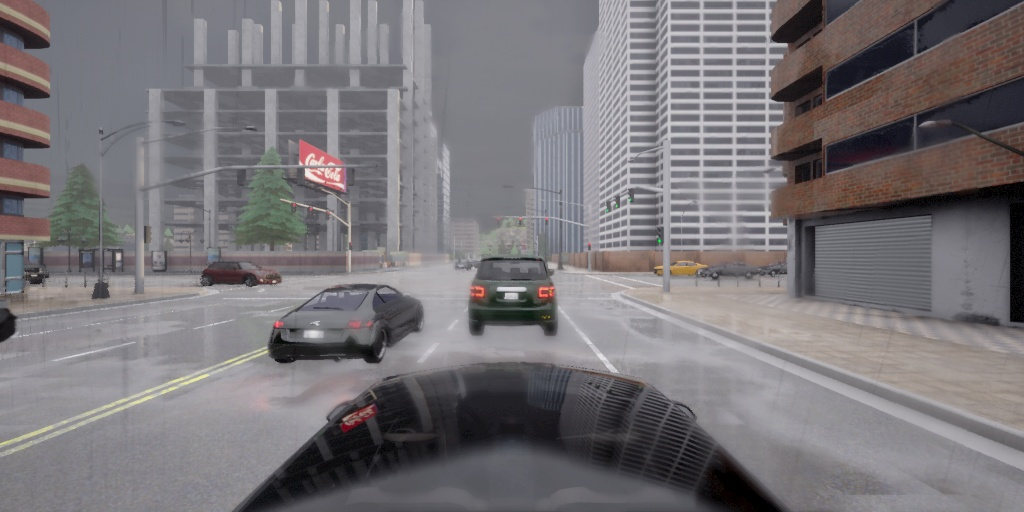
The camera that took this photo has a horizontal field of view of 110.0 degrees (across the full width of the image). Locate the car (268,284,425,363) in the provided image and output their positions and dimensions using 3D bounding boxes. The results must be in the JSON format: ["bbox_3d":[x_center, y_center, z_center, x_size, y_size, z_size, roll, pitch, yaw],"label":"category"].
[{"bbox_3d":[-3.377,1.314,8.149,1.994,1.385,4.181,0,0,0],"label":"car"}]

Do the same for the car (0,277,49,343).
[{"bbox_3d":[-10.596,1.241,4.884,2.128,1.511,4.902,0,0,0],"label":"car"}]

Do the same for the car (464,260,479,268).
[{"bbox_3d":[-6.771,1.314,59.795,1.994,1.385,4.181,0,0,1],"label":"car"}]

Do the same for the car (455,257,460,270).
[{"bbox_3d":[-6.838,1.241,50.685,2.128,1.511,4.902,0,0,0],"label":"car"}]

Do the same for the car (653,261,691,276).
[{"bbox_3d":[16.294,1.228,34.746,5.008,1.535,1.882,0,0,0],"label":"car"}]

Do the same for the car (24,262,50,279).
[{"bbox_3d":[-34.774,0.973,24.052,5.566,2.045,2.150,0,0,1],"label":"car"}]

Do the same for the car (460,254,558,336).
[{"bbox_3d":[0.099,0.971,10.537,2.150,2.045,5.566,0,0,2],"label":"car"}]

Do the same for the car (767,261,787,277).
[{"bbox_3d":[26.230,1.241,34.736,4.902,1.511,2.128,0,0,0],"label":"car"}]

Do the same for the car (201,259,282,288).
[{"bbox_3d":[-17.740,1.101,23.643,4.553,1.767,2.097,0,0,6],"label":"car"}]

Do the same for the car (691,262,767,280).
[{"bbox_3d":[18.772,1.241,31.245,4.902,1.511,2.128,0,0,0],"label":"car"}]
